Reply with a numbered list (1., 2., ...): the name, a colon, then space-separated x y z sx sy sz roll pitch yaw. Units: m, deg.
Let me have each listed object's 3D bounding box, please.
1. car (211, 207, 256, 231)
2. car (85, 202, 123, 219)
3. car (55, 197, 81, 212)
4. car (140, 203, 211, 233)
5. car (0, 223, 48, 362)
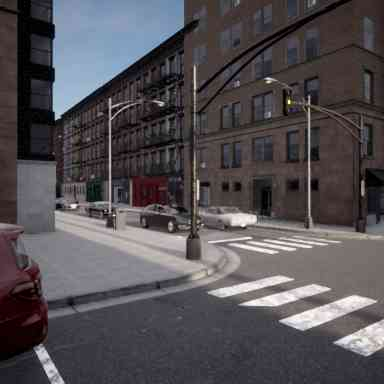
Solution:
1. car: 1.582 1.538 20.367 1.895 1.301 4.718 0 0 -35
2. car: -7.314 1.487 27.755 1.895 1.301 4.718 0 0 -35
3. car: -13.813 1.327 36.885 2.128 1.511 4.902 0 0 -36
4. car: -1.321 1.438 19.346 1.837 1.490 4.892 0 0 -37
5. car: -4.107 1.315 3.262 5.009 1.841 2.192 0 0 -35
